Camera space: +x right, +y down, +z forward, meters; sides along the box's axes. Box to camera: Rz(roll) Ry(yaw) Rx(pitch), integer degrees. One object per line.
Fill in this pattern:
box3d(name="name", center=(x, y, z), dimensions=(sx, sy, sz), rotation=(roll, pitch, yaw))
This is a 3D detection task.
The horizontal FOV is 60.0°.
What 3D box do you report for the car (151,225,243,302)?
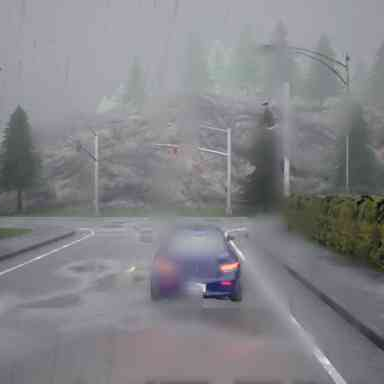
box3d(name="car", center=(0.106, 1.526, 8.157), dimensions=(1.812, 1.442, 4.674), rotation=(0, 0, 0))
